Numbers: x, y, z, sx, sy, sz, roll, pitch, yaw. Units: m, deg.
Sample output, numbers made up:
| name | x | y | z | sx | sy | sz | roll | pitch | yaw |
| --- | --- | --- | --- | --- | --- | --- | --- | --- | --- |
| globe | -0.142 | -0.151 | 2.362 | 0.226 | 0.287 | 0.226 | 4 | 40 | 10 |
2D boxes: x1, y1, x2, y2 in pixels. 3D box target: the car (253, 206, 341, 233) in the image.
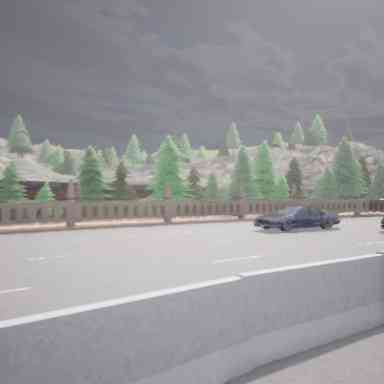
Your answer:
| name | x | y | z | sx | sy | sz | roll | pitch | yaw |
| --- | --- | --- | --- | --- | --- | --- | --- | --- | --- |
| car | 6.246 | 1.510 | 19.495 | 5.357 | 1.411 | 2.033 | 0 | 0 | -26 |

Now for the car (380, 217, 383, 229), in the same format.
| name | x | y | z | sx | sy | sz | roll | pitch | yaw |
| --- | --- | --- | --- | --- | --- | --- | --- | --- | --- |
| car | 12.754 | 1.482 | 18.571 | 4.892 | 1.490 | 1.837 | 0 | 0 | -23 |
